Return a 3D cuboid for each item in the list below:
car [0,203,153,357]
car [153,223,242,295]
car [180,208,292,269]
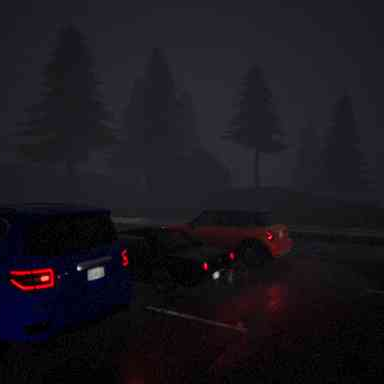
[{"bbox_3d":[-3.626,1.225,5.967,5.566,2.045,2.150,0,0,31],"label":"car"},{"bbox_3d":[-1.334,1.590,8.662,4.718,1.301,1.895,0,0,32],"label":"car"},{"bbox_3d":[0.927,1.327,11.295,4.553,1.767,2.097,0,0,32],"label":"car"}]
